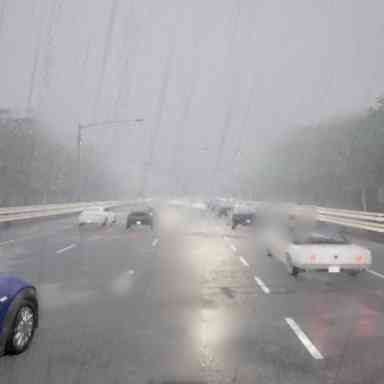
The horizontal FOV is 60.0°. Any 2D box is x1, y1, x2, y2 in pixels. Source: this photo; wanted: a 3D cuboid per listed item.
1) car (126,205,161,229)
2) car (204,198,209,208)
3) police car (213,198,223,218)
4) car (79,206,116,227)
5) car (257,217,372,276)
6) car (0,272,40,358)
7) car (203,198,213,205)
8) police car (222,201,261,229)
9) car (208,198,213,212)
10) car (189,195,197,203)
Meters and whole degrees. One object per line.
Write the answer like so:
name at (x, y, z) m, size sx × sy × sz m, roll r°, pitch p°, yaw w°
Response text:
car at (-3.394, 1.716, 23.540) m, size 1.837 × 1.490 × 4.892 m, roll 0°, pitch 0°, yaw 0°
car at (3.600, 1.867, 56.040) m, size 2.097 × 1.767 × 4.553 m, roll 0°, pitch -1°, yaw 0°
police car at (3.524, 1.735, 34.204) m, size 1.930 × 1.638 × 5.238 m, roll 0°, pitch -1°, yaw 0°
car at (-6.893, 1.743, 24.497) m, size 1.812 × 1.442 × 4.674 m, roll 0°, pitch 0°, yaw 0°
car at (3.598, 1.693, 10.617) m, size 1.895 × 1.301 × 4.718 m, roll 0°, pitch 0°, yaw 0°
car at (-3.400, 1.380, 3.309) m, size 2.097 × 1.767 × 4.553 m, roll 0°, pitch -1°, yaw 0°
car at (3.695, 2.224, 78.097) m, size 2.163 × 1.488 × 4.792 m, roll 0°, pitch -1°, yaw 0°
police car at (3.505, 1.632, 23.218) m, size 1.930 × 1.638 × 5.238 m, roll 0°, pitch -1°, yaw 0°
car at (3.556, 1.917, 45.080) m, size 1.837 × 1.490 × 4.892 m, roll 0°, pitch -1°, yaw 0°
car at (0.237, 2.210, 88.117) m, size 2.033 × 1.411 × 5.357 m, roll 0°, pitch -1°, yaw 0°
